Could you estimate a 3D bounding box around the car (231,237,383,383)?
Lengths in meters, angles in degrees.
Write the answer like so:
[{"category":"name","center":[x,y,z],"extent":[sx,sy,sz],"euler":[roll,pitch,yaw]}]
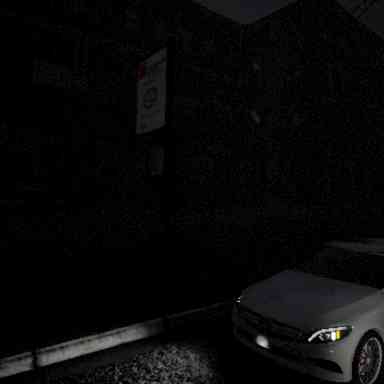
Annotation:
[{"category":"car","center":[2.738,1.524,5.358],"extent":[4.674,1.442,1.812],"euler":[0,0,-36]}]
